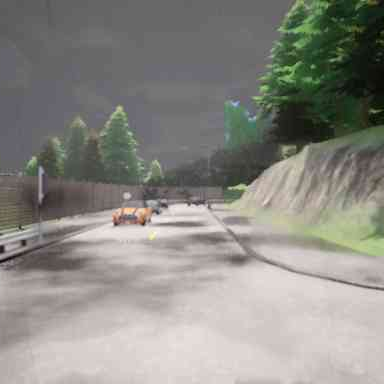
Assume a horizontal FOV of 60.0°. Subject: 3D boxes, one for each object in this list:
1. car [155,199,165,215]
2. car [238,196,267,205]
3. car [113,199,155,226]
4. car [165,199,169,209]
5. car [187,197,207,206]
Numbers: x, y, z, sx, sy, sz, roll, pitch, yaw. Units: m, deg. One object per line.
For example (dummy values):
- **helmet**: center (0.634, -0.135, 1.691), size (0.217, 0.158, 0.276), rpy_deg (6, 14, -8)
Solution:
- **car**: center (-4.077, 1.526, 33.603), size (1.812, 1.442, 4.674), rpy_deg (0, 0, 0)
- **car**: center (10.495, 1.493, 57.721), size (4.902, 1.511, 2.128), rpy_deg (0, 0, 0)
- **car**: center (-4.087, 1.353, 23.397), size (2.097, 1.767, 4.553), rpy_deg (0, 0, 0)
- **car**: center (-4.166, 1.602, 44.919), size (1.895, 1.301, 4.718), rpy_deg (0, 0, 0)
- **car**: center (0.853, 1.508, 54.227), size (1.837, 1.490, 4.892), rpy_deg (0, 0, 26)
